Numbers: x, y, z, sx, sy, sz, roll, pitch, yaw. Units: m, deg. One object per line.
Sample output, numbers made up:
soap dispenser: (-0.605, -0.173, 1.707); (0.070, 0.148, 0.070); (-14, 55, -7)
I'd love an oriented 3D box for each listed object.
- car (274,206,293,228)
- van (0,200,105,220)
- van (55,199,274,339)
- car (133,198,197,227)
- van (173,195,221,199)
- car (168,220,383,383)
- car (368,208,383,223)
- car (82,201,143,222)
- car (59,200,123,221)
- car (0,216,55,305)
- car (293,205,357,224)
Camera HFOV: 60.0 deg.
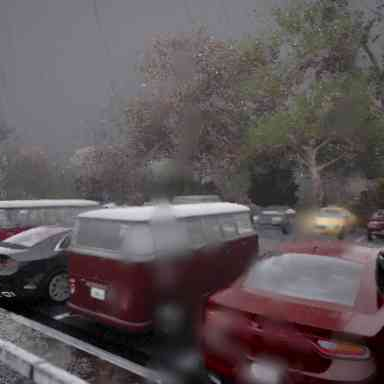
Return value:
car: (5.016, 1.504, 18.929); (2.002, 1.452, 4.674); (0, 0, 35)
van: (-4.846, 1.236, 9.754); (1.878, 1.987, 4.442); (0, 0, 35)
van: (-0.142, 1.239, 6.693); (1.878, 1.987, 4.442); (0, 0, 35)
car: (-1.806, 1.336, 23.750); (2.185, 1.767, 4.553); (0, 0, 35)
van: (0.544, 1.234, 22.257); (1.878, 1.987, 4.442); (0, 0, 35)
car: (2.072, 1.467, 4.970); (2.097, 1.535, 5.008); (0, 0, 35)
car: (9.555, 1.467, 15.699); (2.097, 1.535, 5.008); (0, 0, 35)
car: (-6.321, 1.511, 27.009); (2.002, 1.452, 4.674); (0, 0, 36)
car: (-8.588, 1.480, 28.630); (2.097, 1.535, 5.008); (0, 0, 36)
car: (-2.497, 1.465, 8.218); (2.231, 1.521, 4.892); (0, 0, 35)
car: (7.179, 1.463, 17.166); (1.946, 1.575, 5.366); (0, 0, 35)
